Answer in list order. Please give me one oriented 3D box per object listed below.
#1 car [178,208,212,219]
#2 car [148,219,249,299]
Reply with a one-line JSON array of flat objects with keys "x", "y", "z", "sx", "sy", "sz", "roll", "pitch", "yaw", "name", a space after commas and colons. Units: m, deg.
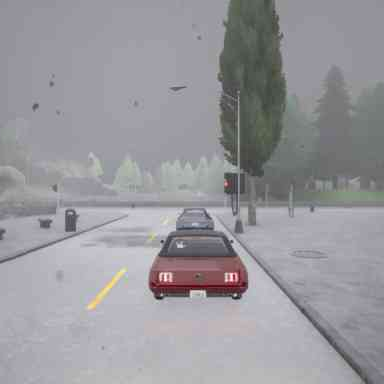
[{"x": 0.157, "y": 1.564, "z": 18.413, "sx": 1.994, "sy": 1.385, "sz": 4.181, "roll": 0, "pitch": 0, "yaw": 0, "name": "car"}, {"x": 0.125, "y": 1.601, "z": 8.373, "sx": 1.895, "sy": 1.301, "sz": 4.718, "roll": 0, "pitch": 0, "yaw": 0, "name": "car"}]
